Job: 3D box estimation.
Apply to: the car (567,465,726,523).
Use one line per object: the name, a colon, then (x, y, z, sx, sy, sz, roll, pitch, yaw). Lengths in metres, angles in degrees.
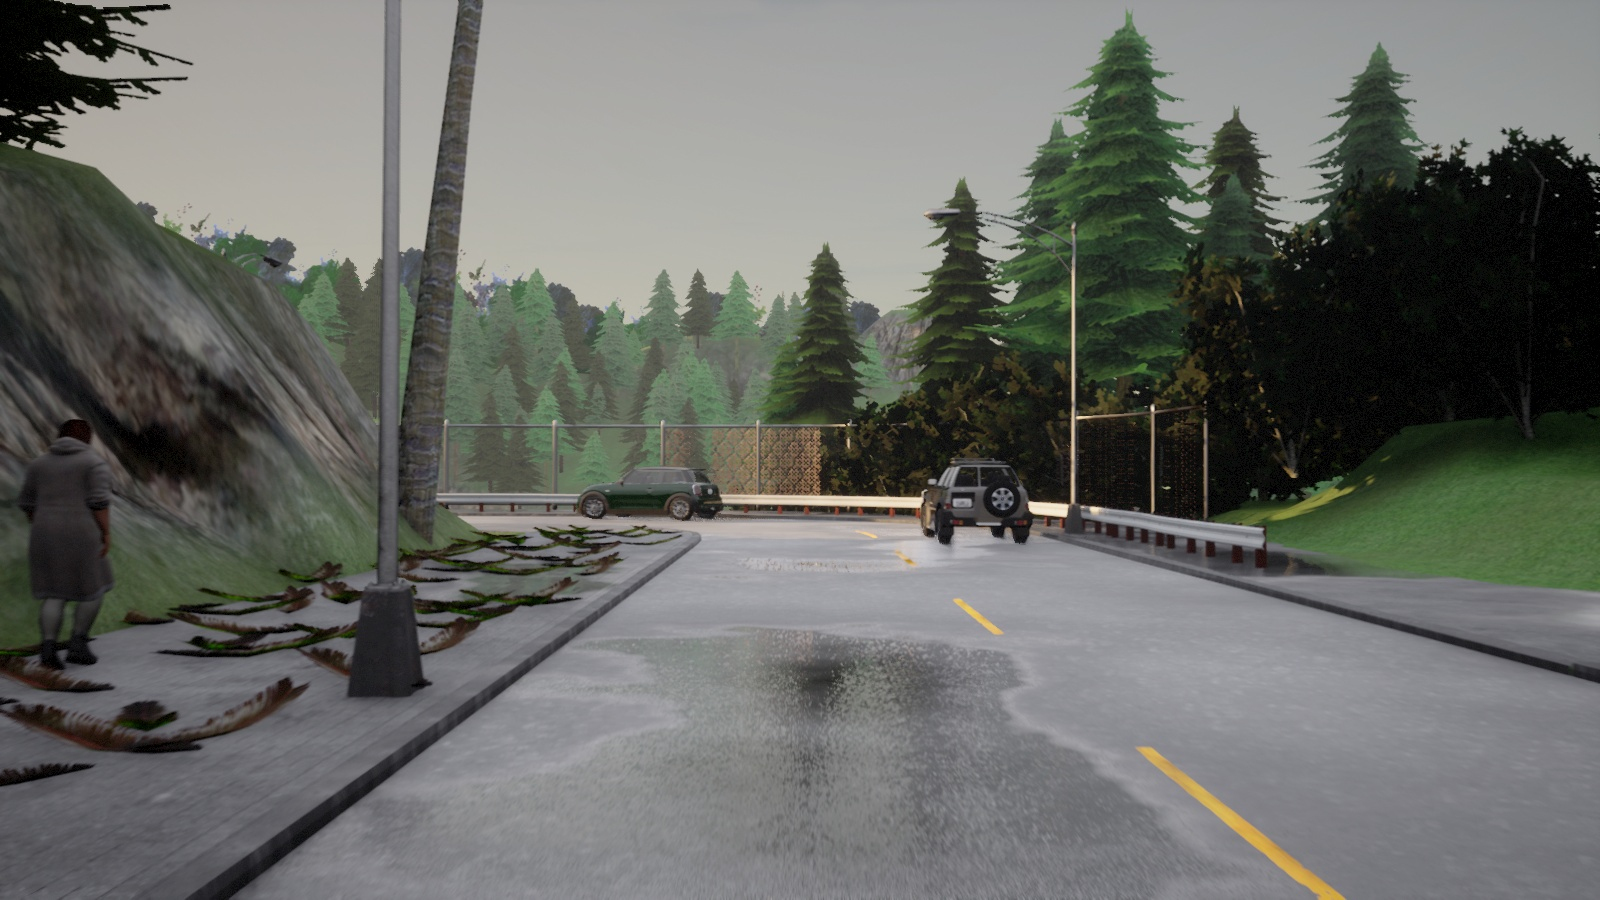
car: (-4.873, 1.363, 39.977, 4.553, 1.767, 2.097, -1, -1, 20)

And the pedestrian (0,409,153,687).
pedestrian: (-5.349, 0.696, 9.298, 0.659, 1.952, 0.873, 0, -1, 0)

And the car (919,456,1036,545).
car: (3.902, 1.092, 28.405, 1.932, 1.855, 4.605, 0, -1, -1)
